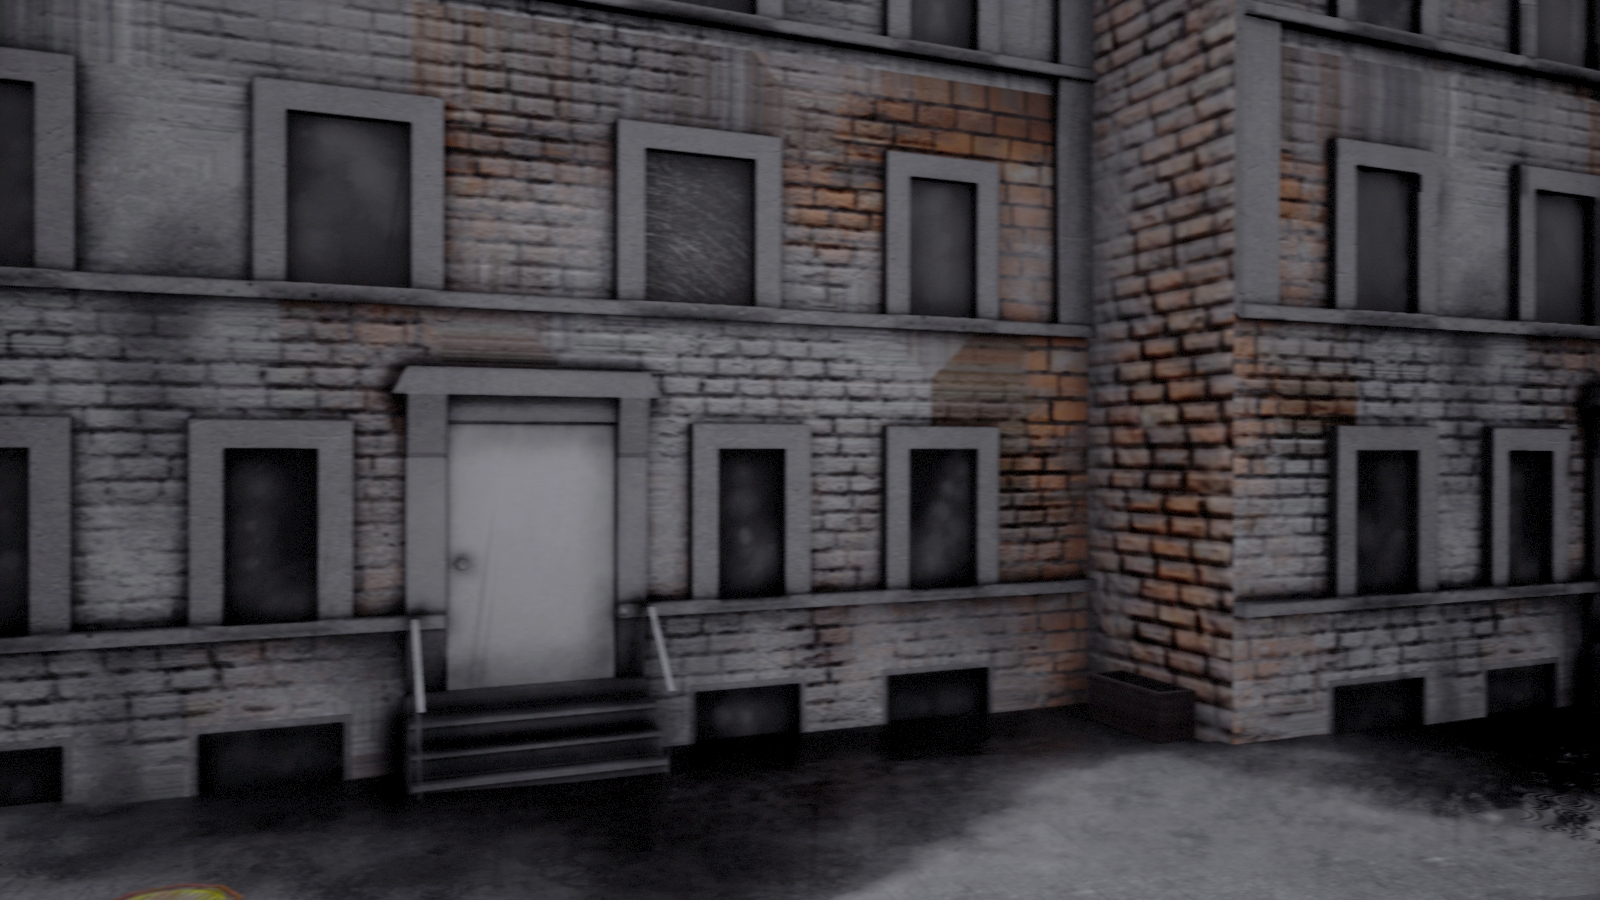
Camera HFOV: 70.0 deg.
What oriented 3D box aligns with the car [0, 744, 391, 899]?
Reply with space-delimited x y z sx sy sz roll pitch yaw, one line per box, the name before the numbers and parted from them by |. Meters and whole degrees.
car | -3.438 1.803 2.128 5.006 1.535 2.097 0 0 -22
